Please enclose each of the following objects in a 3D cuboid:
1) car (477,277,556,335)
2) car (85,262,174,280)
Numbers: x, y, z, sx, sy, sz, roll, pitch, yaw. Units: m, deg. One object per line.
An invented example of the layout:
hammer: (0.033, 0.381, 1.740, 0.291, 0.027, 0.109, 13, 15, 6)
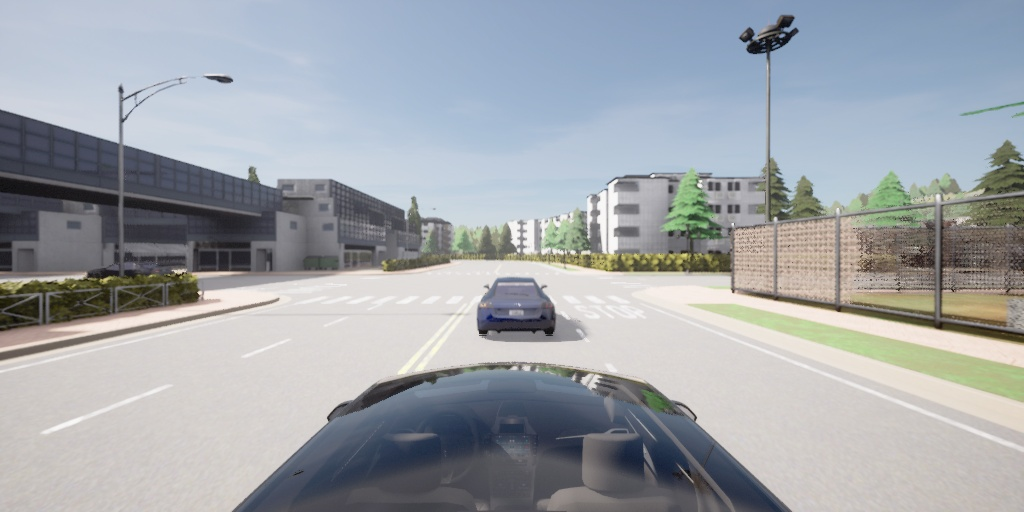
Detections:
car: (0.098, 1.279, 10.348, 1.994, 1.385, 4.181, 0, 0, 0)
car: (-29.704, 1.190, 27.975, 5.357, 1.411, 2.033, 0, 0, -1)
